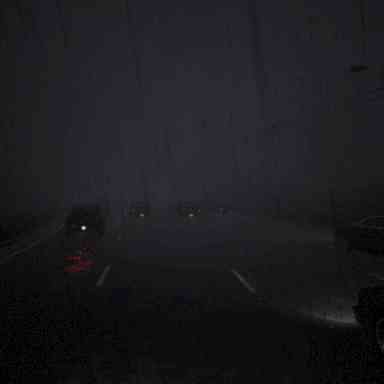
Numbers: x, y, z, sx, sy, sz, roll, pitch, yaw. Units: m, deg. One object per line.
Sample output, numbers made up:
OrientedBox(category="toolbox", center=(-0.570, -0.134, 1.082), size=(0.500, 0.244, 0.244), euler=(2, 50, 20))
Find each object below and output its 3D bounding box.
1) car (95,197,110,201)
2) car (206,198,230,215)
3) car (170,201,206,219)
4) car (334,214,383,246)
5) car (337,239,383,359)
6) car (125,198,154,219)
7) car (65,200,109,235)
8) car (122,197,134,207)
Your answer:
OrientedBox(category="car", center=(-10.898, 1.314, 39.955), size=(2.128, 1.511, 4.902), euler=(0, 0, -14))
OrientedBox(category="car", center=(2.026, 1.318, 31.149), size=(1.812, 1.442, 4.674), euler=(0, 0, -13))
OrientedBox(category="car", center=(-0.583, 1.435, 27.074), size=(1.895, 1.301, 4.718), euler=(0, 0, -13))
OrientedBox(category="car", center=(6.250, 1.387, 10.140), size=(2.128, 1.511, 4.902), euler=(0, 0, -7))
OrientedBox(category="car", center=(3.448, 1.508, 2.585), size=(2.033, 1.411, 5.357), euler=(0, 0, -3))
OrientedBox(category="car", center=(-4.301, 1.458, 27.465), size=(1.895, 1.301, 4.718), euler=(0, 0, -13))
OrientedBox(category="car", center=(-5.748, 1.429, 18.363), size=(1.837, 1.490, 4.892), euler=(0, 1, -12))
OrientedBox(category="car", center=(-8.545, 1.376, 45.121), size=(1.895, 1.301, 4.718), euler=(0, 0, -14))
